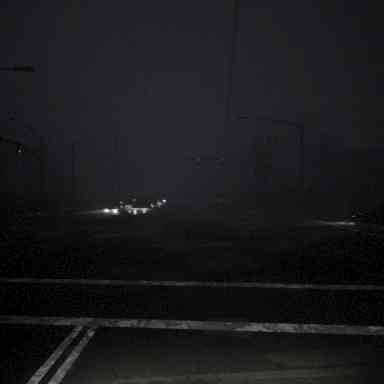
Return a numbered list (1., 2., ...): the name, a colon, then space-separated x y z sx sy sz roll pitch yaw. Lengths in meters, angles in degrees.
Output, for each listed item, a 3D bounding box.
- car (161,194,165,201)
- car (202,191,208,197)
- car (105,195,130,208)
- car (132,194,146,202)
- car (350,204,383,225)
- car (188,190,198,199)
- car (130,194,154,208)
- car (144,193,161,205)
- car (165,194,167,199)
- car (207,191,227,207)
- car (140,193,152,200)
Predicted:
1. car: -6.819 1.210 64.830 1.895 1.301 4.718 0 1 0
2. car: 3.748 0.498 88.117 2.097 1.767 4.553 0 1 0
3. car: -10.400 1.369 45.410 2.128 1.511 4.902 0 1 1
4. car: -10.320 1.179 64.556 1.994 1.385 4.181 0 1 0
5. car: 13.572 1.575 23.625 4.181 1.385 1.994 0 0 4
6. car: 0.215 0.604 76.582 2.150 2.045 5.566 0 1 0
7. car: -6.898 1.431 46.022 1.994 1.385 4.181 0 1 1
8. car: -6.849 1.305 55.253 2.033 1.411 5.357 0 1 0
9. car: -6.789 1.003 75.178 1.895 1.301 4.718 0 1 0
10. car: 3.715 1.074 47.401 2.150 2.045 5.566 0 1 0
11. car: -10.289 0.948 75.174 2.033 1.411 5.357 0 1 0
